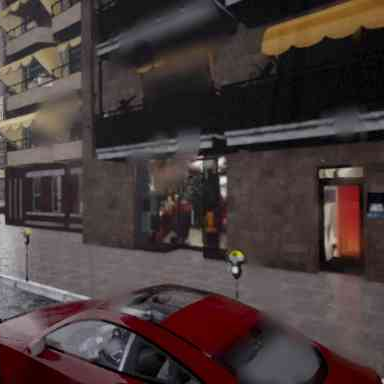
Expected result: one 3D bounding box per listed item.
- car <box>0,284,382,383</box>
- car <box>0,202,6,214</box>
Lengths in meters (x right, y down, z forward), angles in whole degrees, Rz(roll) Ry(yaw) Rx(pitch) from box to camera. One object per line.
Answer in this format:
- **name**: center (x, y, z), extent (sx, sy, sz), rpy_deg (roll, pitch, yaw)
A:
- **car**: center (-0.454, 1.602, 3.200), extent (4.206, 1.307, 1.802), rpy_deg (-1, -1, 35)
- **car**: center (-19.179, 1.698, 34.728), extent (1.947, 1.339, 4.313), rpy_deg (0, 1, 35)
